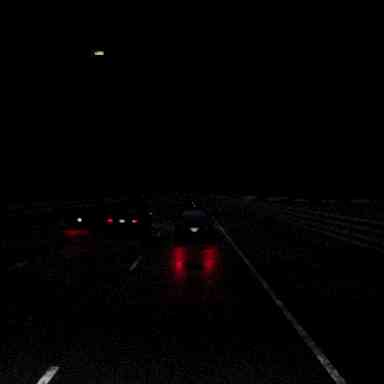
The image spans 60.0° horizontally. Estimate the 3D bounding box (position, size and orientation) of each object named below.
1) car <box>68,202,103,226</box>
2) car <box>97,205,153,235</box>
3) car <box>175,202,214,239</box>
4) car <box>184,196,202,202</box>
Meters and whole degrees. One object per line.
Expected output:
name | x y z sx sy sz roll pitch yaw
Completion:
car | -6.895 1.450 22.853 1.837 1.490 4.892 0 0 0
car | -3.388 1.487 18.592 2.033 1.411 5.357 0 -1 0
car | 0.103 1.484 17.094 1.812 1.442 4.674 0 0 0
car | 0.108 1.275 39.255 2.097 1.767 4.553 0 0 0
